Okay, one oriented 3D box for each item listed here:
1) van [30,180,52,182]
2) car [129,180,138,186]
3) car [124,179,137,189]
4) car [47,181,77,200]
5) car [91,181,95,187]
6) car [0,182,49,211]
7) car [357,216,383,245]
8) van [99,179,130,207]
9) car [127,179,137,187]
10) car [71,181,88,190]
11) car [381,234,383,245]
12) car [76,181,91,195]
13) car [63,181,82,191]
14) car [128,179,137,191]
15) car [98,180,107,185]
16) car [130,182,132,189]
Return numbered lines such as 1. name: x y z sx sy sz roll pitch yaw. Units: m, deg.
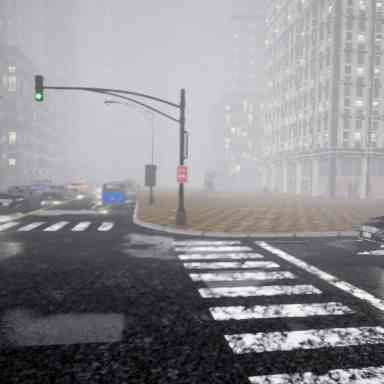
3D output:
1. van: -15.979 -0.430 35.226 1.690 1.788 3.998 1 2 -9
2. car: -15.078 -2.334 85.736 2.008 1.369 4.403 1 2 -9
3. car: -11.793 -1.594 63.836 2.192 1.841 5.009 1 2 -9
4. car: -12.840 -0.027 31.732 2.033 1.411 5.357 1 2 -9
5. car: -20.905 -1.651 68.073 1.802 1.307 4.206 1 2 -9
6. car: -11.399 0.346 22.061 2.128 1.511 4.902 1 2 -9
7. car: 8.395 1.233 11.802 4.902 1.511 2.128 1 2 -10
8. van: -5.940 0.136 25.547 1.690 1.788 3.998 1 2 -9
9. car: -13.433 -2.082 74.781 2.192 1.841 5.009 1 2 -9
10. car: -19.264 -1.194 57.125 2.008 1.369 4.403 1 2 -9
11. car: 7.594 1.202 8.332 4.553 1.767 2.097 1 2 -11
12. car: -14.330 -0.541 41.749 1.882 1.535 5.008 1 2 -8
13. car: -18.445 -0.935 51.654 1.947 1.339 4.313 1 2 -9
14. car: -10.153 -1.107 52.889 2.192 1.841 5.009 1 2 -9
15. car: -24.186 -2.627 89.965 1.802 1.307 4.206 1 2 -9
16. car: -6.854 0.096 31.014 1.887 1.381 4.507 1 2 -9
